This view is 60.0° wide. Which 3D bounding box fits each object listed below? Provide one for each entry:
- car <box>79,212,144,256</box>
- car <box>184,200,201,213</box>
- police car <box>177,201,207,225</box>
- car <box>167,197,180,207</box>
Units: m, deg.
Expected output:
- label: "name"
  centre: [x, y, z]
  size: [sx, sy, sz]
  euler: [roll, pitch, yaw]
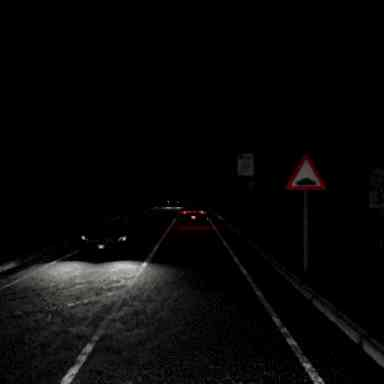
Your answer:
- label: "car"
  centre: [-3.085, 1.591, 13.591]
  size: [1.812, 1.442, 4.674]
  euler: [1, 0, 0]
- label: "car"
  centre: [0.096, 1.786, 41.647]
  size: [2.033, 1.411, 5.357]
  euler: [0, 0, 0]
- label: "police car"
  centre: [0.108, 1.654, 25.825]
  size: [2.038, 1.542, 4.974]
  euler: [0, -1, 0]
- label: "car"
  centre: [-3.036, 1.644, 56.794]
  size: [2.097, 1.767, 4.553]
  euler: [0, 0, 0]
